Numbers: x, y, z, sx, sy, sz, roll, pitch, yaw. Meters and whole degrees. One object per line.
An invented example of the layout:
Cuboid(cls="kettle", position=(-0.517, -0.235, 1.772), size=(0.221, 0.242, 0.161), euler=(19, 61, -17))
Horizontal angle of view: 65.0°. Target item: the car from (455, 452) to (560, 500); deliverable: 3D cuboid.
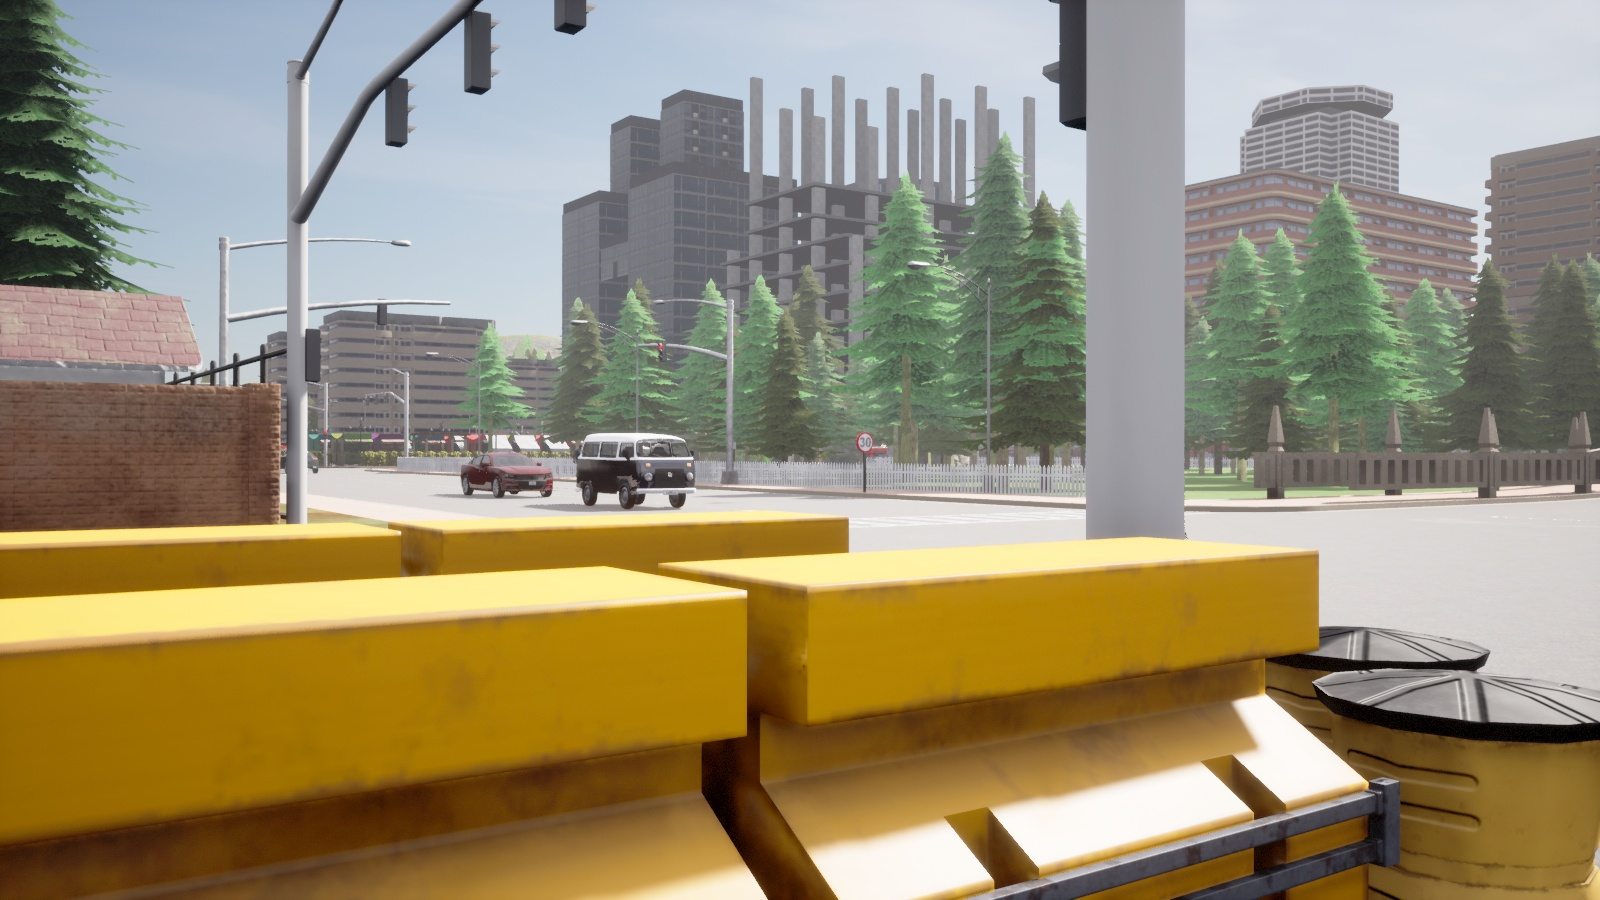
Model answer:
Cuboid(cls="car", position=(-10.039, 0.849, 42.856), size=(1.882, 1.535, 5.008), euler=(0, 0, -33))

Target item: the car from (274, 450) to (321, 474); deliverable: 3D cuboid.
Cuboid(cls="car", position=(-35.247, 0.813, 88.001), size=(2.152, 1.651, 5.027), euler=(0, 0, -33))

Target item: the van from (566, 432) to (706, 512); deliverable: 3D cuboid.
Cuboid(cls="van", position=(-4.568, 0.562, 34.452), size=(2.069, 2.038, 4.480), euler=(0, 0, -33))
